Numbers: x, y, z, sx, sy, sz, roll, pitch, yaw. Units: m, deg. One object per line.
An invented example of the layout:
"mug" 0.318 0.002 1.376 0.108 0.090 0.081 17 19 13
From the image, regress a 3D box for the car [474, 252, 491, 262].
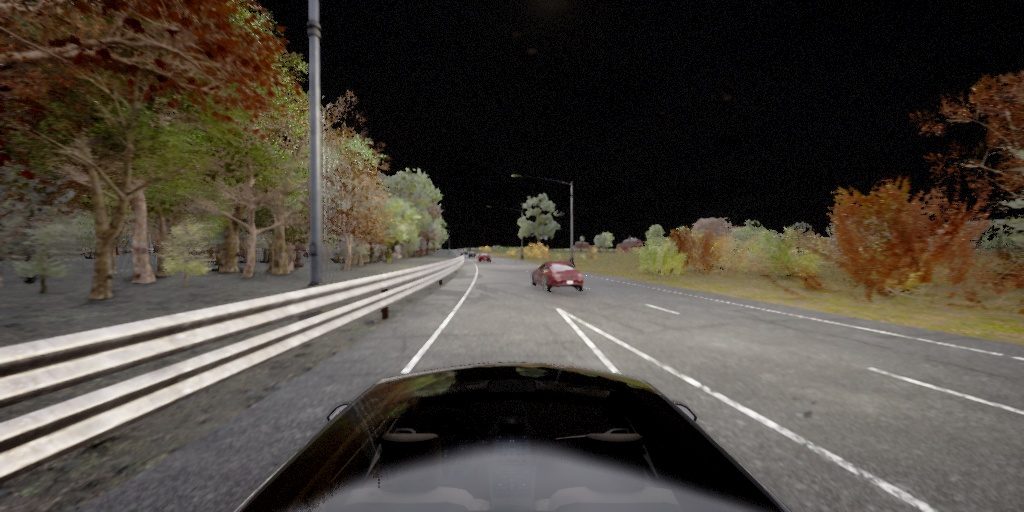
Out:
"car" -4.593 0.202 58.320 1.882 1.535 5.008 0 1 -10

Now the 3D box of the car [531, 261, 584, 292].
"car" 2.270 0.996 18.659 1.812 1.442 4.674 0 1 -10
